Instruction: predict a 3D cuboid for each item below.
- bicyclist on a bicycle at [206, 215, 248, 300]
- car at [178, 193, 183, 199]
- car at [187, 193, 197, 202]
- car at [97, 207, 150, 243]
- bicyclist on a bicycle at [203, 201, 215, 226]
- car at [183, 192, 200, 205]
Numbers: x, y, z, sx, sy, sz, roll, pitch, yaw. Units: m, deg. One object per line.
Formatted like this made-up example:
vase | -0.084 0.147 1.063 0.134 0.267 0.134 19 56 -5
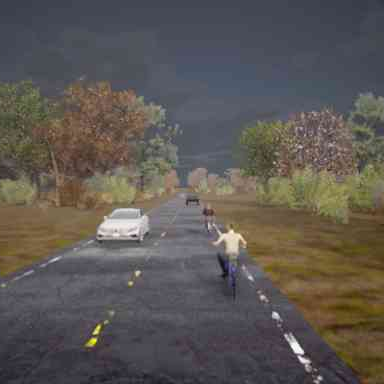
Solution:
bicyclist on a bicycle | 0.847 1.421 7.356 0.866 1.612 1.509 0 0 0
car | -3.005 1.067 95.046 2.097 1.767 4.553 0 0 0
car | -0.003 1.149 73.665 2.097 1.767 4.553 0 0 0
car | -3.100 1.491 15.894 1.812 1.442 4.674 0 0 0
bicyclist on a bicycle | 0.826 1.334 16.433 0.659 1.776 1.843 0 0 0
car | 0.097 1.069 56.155 2.150 2.045 5.566 0 -1 0
